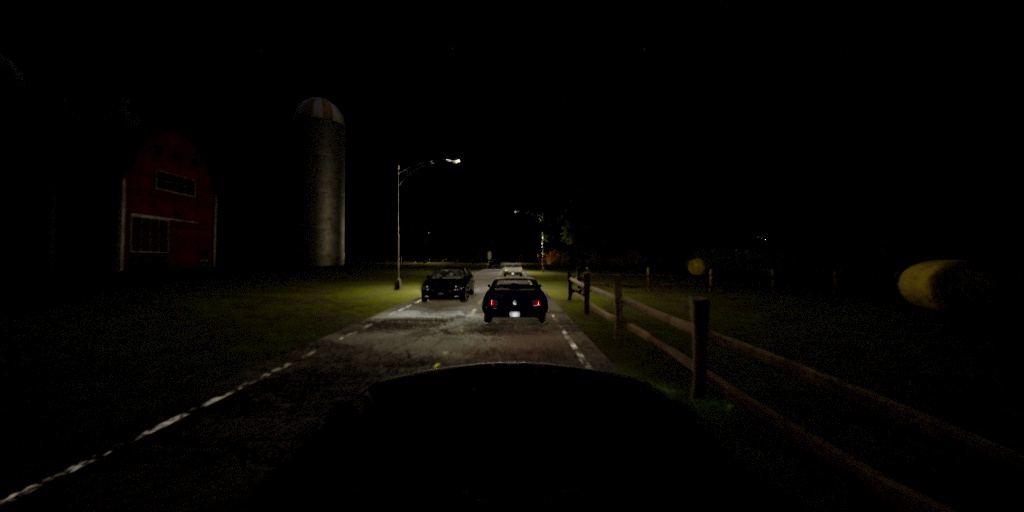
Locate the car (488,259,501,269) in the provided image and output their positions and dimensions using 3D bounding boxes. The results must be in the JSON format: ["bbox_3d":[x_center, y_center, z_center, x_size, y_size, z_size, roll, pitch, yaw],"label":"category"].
[{"bbox_3d":[-2.819,1.319,58.528,1.837,1.490,4.892,0,0,1],"label":"car"}]

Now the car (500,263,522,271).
[{"bbox_3d":[0.077,1.384,36.413,1.895,1.301,4.718,0,0,0],"label":"car"}]

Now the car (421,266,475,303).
[{"bbox_3d":[-2.856,1.239,16.860,1.882,1.535,5.008,0,0,0],"label":"car"}]

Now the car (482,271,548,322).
[{"bbox_3d":[0.089,1.358,12.332,1.895,1.301,4.718,0,0,0],"label":"car"}]
